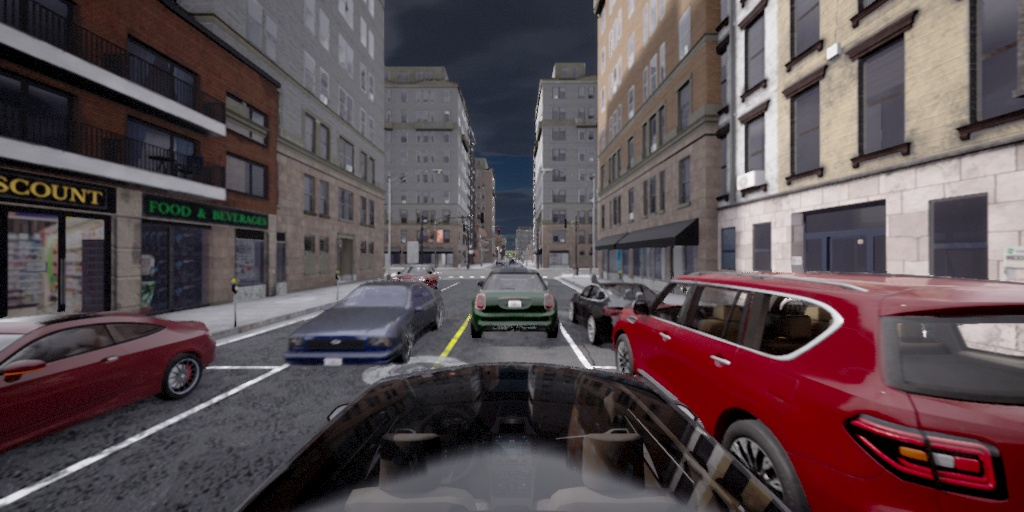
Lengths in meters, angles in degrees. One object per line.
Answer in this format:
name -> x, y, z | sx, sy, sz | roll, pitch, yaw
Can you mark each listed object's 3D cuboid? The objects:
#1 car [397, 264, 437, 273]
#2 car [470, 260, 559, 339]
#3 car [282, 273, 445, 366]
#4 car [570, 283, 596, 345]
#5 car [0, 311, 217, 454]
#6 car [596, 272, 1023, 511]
car -> -5.383, 1.223, 20.220 | 1.967, 1.591, 4.097 | 0, 0, 0
car -> 0.041, 1.115, 10.296 | 2.097, 1.767, 4.553 | 0, 0, -1
car -> -2.849, 1.307, 8.379 | 2.033, 1.411, 5.357 | 0, 0, 0
car -> 2.638, 1.327, 9.308 | 1.948, 1.339, 4.313 | 0, 0, 0
car -> -5.388, 1.335, 3.860 | 1.802, 1.307, 4.207 | 0, 0, 0
car -> 2.636, 1.067, 3.855 | 2.192, 1.841, 5.009 | 0, 0, 0
